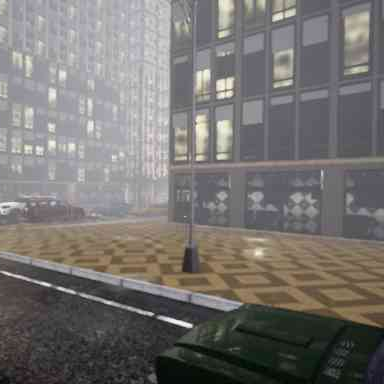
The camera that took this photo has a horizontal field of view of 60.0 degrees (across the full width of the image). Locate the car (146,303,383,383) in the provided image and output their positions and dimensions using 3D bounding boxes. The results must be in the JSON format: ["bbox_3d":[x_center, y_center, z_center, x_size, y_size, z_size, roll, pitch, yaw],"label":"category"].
[{"bbox_3d":[1.920,1.601,2.314,4.718,1.301,1.895,0,0,36],"label":"car"}]

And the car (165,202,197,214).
[{"bbox_3d":[-1.314,1.949,41.184,1.802,1.307,4.206,1,0,36],"label":"car"}]

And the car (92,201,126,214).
[{"bbox_3d":[-9.357,1.775,40.031,2.033,1.411,5.357,1,0,36],"label":"car"}]

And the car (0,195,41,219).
[{"bbox_3d":[-15.504,1.358,31.713,2.150,2.045,5.566,1,0,37],"label":"car"}]

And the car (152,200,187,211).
[{"bbox_3d":[-3.195,1.865,48.358,2.033,1.411,5.357,1,0,36],"label":"car"}]

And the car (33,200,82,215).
[{"bbox_3d":[-14.861,1.661,36.957,1.752,1.417,4.829,1,0,36],"label":"car"}]

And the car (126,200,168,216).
[{"bbox_3d":[-4.566,1.845,36.786,1.752,1.417,4.829,1,0,36],"label":"car"}]

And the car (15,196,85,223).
[{"bbox_3d":[-11.371,1.534,27.580,2.192,1.841,5.009,0,0,36],"label":"car"}]
